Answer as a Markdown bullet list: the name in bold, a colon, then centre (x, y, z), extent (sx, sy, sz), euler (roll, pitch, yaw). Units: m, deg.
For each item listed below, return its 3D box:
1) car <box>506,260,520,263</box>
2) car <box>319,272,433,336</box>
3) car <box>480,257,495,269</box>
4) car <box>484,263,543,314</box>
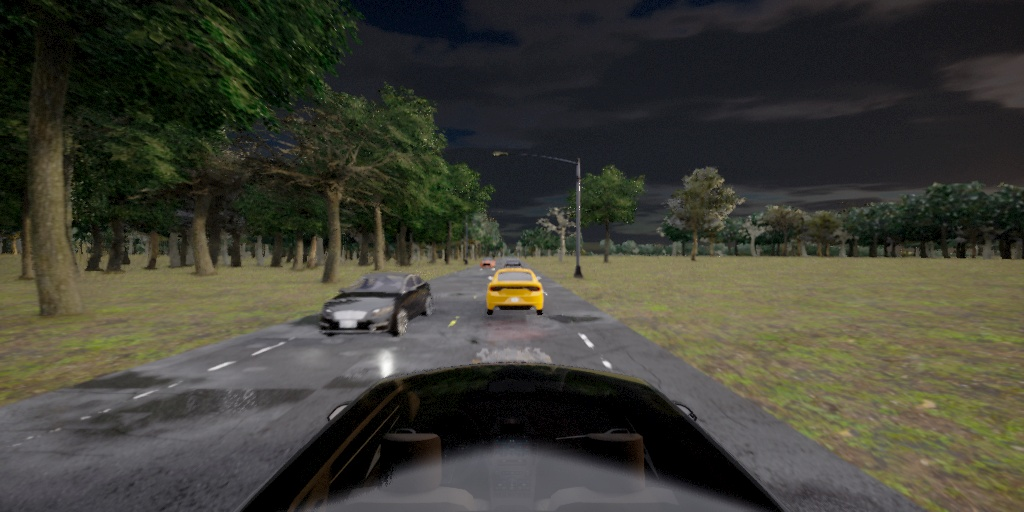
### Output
- **car**: centre (0.096, 1.158, 34.304), extent (2.128, 1.511, 4.902), euler (0, 0, 0)
- **car**: centre (-3.598, 1.226, 10.330), extent (2.128, 1.511, 4.902), euler (0, 0, 0)
- **car**: centre (-3.564, 0.942, 53.139), extent (2.097, 1.767, 4.553), euler (0, 0, 0)
- **car**: centre (0.097, 1.205, 13.663), extent (1.882, 1.535, 5.008), euler (0, 0, 0)
